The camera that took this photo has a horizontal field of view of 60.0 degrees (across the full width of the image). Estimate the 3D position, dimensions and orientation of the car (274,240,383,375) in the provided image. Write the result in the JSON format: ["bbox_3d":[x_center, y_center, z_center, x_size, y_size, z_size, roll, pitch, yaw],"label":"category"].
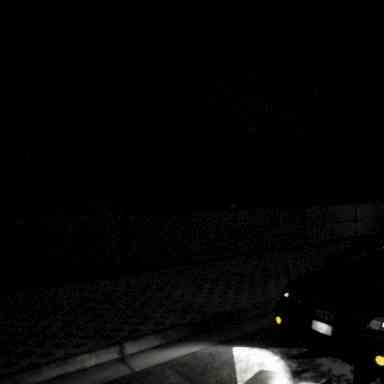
[{"bbox_3d":[3.280,1.542,5.412,4.181,1.385,1.994,0,0,-36],"label":"car"}]
